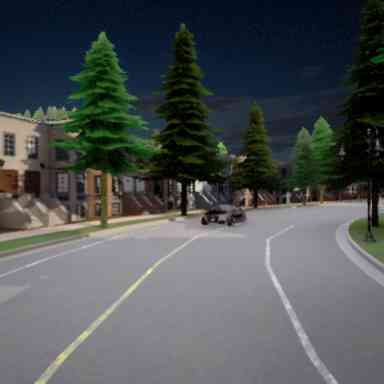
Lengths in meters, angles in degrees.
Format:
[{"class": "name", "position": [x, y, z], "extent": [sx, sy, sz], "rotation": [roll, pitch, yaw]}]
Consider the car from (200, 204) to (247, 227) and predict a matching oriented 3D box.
[{"class": "car", "position": [2.167, 1.503, 22.149], "extent": [1.994, 1.385, 4.181], "rotation": [0, 0, 27]}]
